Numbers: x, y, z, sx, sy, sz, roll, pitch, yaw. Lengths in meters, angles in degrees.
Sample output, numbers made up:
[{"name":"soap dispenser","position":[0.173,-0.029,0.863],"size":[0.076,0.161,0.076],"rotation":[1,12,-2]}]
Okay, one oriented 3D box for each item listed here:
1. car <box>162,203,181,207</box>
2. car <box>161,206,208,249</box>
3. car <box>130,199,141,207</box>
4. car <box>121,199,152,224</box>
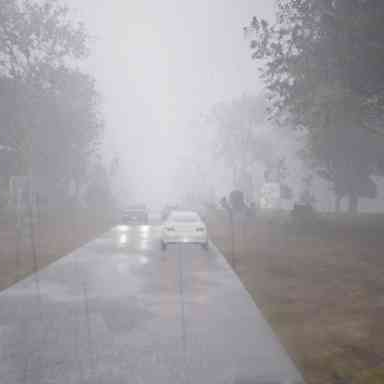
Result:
[{"name":"car","position":[-1.837,1.716,30.823],"size":[1.994,1.385,4.181],"rotation":[1,-1,-7]},{"name":"car","position":[-0.363,1.557,14.612],"size":[1.812,1.442,4.674],"rotation":[1,0,-3]},{"name":"car","position":[-11.258,2.210,65.916],"size":[1.837,1.490,4.892],"rotation":[1,-1,-13]},{"name":"car","position":[-4.176,1.566,25.228],"size":[1.837,1.490,4.892],"rotation":[1,-1,-6]}]
